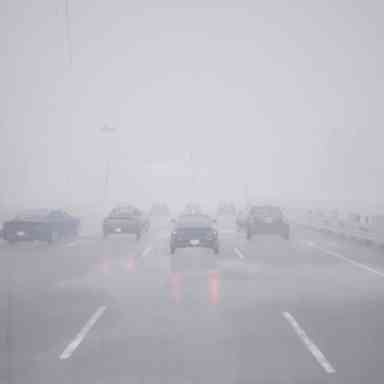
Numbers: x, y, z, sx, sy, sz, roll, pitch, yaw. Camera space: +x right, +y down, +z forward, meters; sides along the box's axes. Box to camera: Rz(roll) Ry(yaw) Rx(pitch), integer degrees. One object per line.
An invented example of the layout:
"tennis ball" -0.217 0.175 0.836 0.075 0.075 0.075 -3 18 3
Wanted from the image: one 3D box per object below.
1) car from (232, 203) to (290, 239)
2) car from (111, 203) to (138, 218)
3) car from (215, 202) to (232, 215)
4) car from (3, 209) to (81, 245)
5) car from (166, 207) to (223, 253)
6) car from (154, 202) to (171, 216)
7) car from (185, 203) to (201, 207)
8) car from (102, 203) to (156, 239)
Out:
"car" 3.602 1.419 17.707 2.097 1.767 4.553 0 0 0
"car" -6.896 1.869 34.534 1.895 1.301 4.718 0 -1 0
"car" 3.605 1.782 35.759 2.128 1.511 4.902 0 -1 0
"car" -6.897 1.535 15.879 1.882 1.535 5.008 0 0 0
"car" 0.086 1.572 13.822 1.812 1.442 4.674 0 0 0
"car" -3.396 1.782 35.771 2.128 1.511 4.902 0 -1 0
"car" 0.103 1.758 30.899 2.033 1.411 5.357 0 -1 0
"car" -3.398 1.560 17.792 2.128 1.511 4.902 0 0 0
